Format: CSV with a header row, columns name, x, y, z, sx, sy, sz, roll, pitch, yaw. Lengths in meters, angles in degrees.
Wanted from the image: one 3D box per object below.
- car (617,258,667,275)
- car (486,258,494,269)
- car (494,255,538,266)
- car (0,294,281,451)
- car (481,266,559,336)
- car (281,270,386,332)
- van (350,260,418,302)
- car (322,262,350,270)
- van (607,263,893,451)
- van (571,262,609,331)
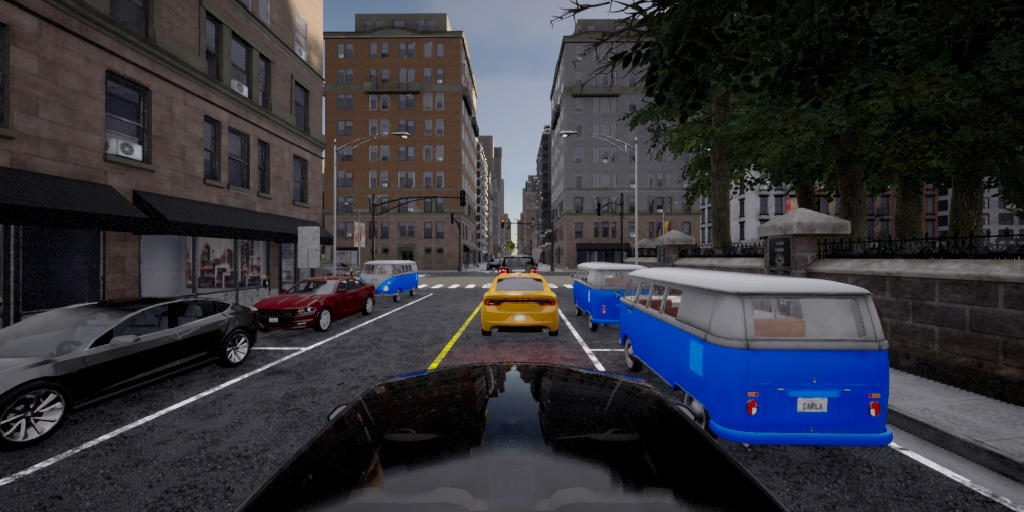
name,x,y,z,sx,sy,sz,roll,pitch,yaw
car,13.863,1.093,38.411,4.553,1.767,2.097,0,0,0
car,-2.295,1.085,49.659,2.097,1.767,4.553,0,0,2
car,0.334,0.965,20.409,2.150,2.045,5.566,0,0,0
car,-5.807,1.315,5.209,1.948,1.339,4.313,0,0,1
car,0.227,1.226,10.453,1.882,1.535,5.008,0,0,1
car,-5.693,1.293,10.868,1.888,1.381,4.507,0,0,1
van,-5.579,1.087,16.527,1.690,1.789,3.998,0,0,1
car,-15.101,1.278,28.589,5.357,1.411,2.033,0,0,2
van,2.716,1.090,5.049,1.690,1.789,3.998,0,0,1
van,2.831,1.089,10.705,1.690,1.789,3.998,0,0,1
